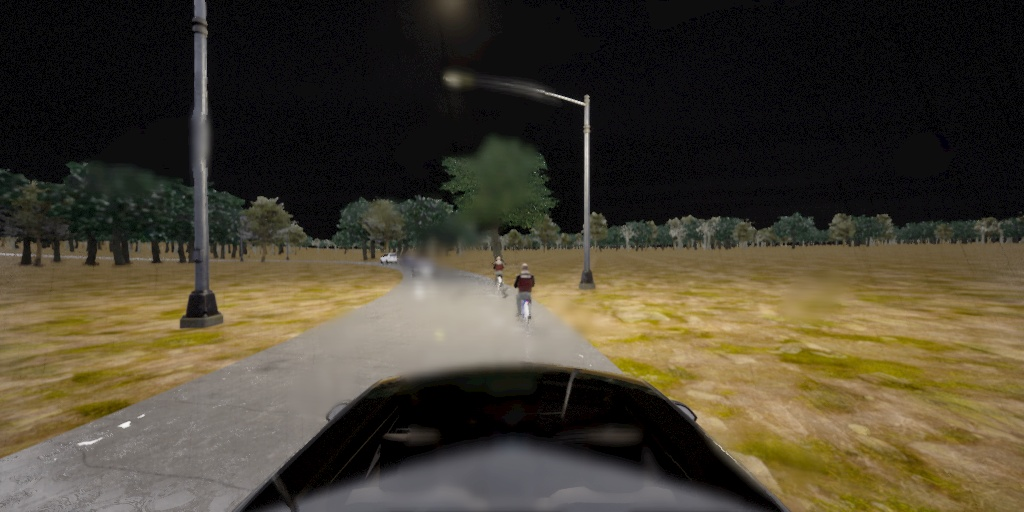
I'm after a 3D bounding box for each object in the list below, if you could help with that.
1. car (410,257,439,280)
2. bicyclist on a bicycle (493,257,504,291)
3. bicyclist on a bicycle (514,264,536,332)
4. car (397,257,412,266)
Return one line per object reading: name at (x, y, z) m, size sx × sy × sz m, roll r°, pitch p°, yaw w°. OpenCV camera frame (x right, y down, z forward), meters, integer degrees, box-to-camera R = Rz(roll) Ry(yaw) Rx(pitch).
car at (-7.199, 1.101, 29.921) m, size 2.128 × 1.511 × 4.902 m, roll -1°, pitch 0°, yaw -16°
bicyclist on a bicycle at (-0.724, 0.931, 18.865) m, size 0.659 × 1.776 × 1.843 m, roll 1°, pitch 0°, yaw -9°
bicyclist on a bicycle at (0.339, 1.093, 9.810) m, size 0.659 × 1.776 × 1.843 m, roll 0°, pitch 0°, yaw -5°
car at (-17.805, 0.873, 61.925) m, size 1.812 × 1.442 × 4.674 m, roll -1°, pitch 0°, yaw -32°
